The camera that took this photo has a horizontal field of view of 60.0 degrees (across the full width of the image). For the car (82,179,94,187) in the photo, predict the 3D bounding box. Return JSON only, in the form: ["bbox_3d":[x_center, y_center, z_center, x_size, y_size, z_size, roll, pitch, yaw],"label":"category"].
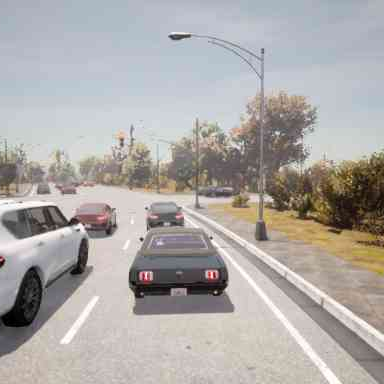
[{"bbox_3d":[-25.984,-2.201,83.466,2.097,1.767,4.553,-1,3,-25],"label":"car"}]

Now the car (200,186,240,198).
[{"bbox_3d":[3.969,0.103,44.762,4.718,1.301,1.895,0,3,-22],"label":"car"}]

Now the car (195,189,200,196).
[{"bbox_3d":[2.840,-0.158,48.069,4.892,1.490,1.837,0,3,-22],"label":"car"}]

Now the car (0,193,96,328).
[{"bbox_3d":[-3.808,1.173,6.949,2.150,2.045,5.566,0,1,-4],"label":"car"}]

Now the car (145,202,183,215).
[{"bbox_3d":[-1.461,1.219,17.376,1.812,1.442,4.674,0,2,-8],"label":"car"}]

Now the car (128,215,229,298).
[{"bbox_3d":[-0.386,1.525,8.356,1.895,1.301,4.718,0,1,-4],"label":"car"}]

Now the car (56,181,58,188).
[{"bbox_3d":[-24.478,-0.995,63.625,1.895,1.301,4.718,-1,3,-24],"label":"car"}]

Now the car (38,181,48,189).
[{"bbox_3d":[-32.219,-1.522,72.000,1.882,1.535,5.008,-1,3,-25],"label":"car"}]

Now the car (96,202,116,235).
[{"bbox_3d":[-4.896,1.247,16.780,1.812,1.442,4.674,0,2,-8],"label":"car"}]

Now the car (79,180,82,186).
[{"bbox_3d":[-28.995,-1.992,81.648,1.882,1.535,5.008,-1,3,-25],"label":"car"}]

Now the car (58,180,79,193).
[{"bbox_3d":[-19.275,-0.643,51.803,2.097,1.767,4.553,-1,3,-23],"label":"car"}]

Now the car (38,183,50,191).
[{"bbox_3d":[-27.772,-0.971,62.415,1.994,1.385,4.181,-1,3,-24],"label":"car"}]

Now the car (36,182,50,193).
[{"bbox_3d":[-23.028,-0.483,51.643,1.837,1.490,4.892,-1,3,-23],"label":"car"}]
